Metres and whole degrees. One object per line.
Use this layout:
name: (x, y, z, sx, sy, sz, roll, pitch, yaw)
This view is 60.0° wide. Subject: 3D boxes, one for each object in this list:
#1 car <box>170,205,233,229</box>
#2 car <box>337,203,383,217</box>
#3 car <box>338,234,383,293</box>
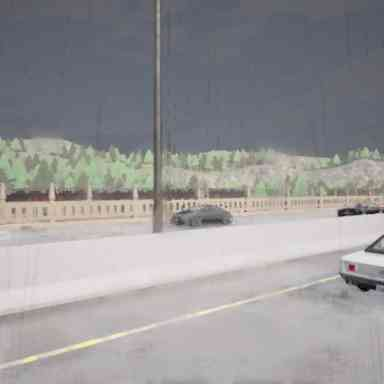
car: (0.668, 1.534, 21.701, 4.181, 1.385, 1.994, 0, 0, -36)
car: (13.780, 1.539, 27.019, 4.718, 1.301, 1.895, 0, 0, -37)
car: (5.503, 1.580, 7.680, 4.718, 1.301, 1.895, 0, 0, -36)
